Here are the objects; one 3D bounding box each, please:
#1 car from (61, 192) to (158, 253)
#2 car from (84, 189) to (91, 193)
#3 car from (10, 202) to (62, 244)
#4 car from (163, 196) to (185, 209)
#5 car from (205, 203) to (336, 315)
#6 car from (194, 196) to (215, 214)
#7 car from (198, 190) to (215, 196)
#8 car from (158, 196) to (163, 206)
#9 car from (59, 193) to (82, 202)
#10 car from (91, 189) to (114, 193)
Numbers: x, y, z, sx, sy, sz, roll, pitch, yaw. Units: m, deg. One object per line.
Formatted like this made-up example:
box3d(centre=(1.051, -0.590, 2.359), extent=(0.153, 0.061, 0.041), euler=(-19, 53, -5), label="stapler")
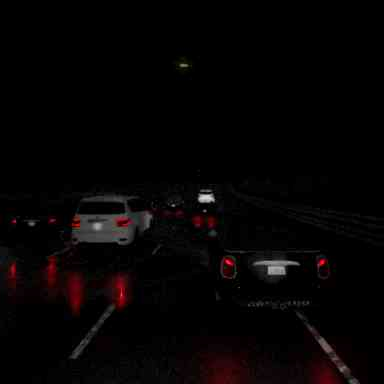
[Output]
box3d(centre=(-3.005, 1.167, 13.624), extent=(2.150, 2.045, 5.566), euler=(0, 0, 2), label="car")
box3d(centre=(-18.088, 0.519, 60.400), extent=(2.150, 2.045, 5.566), euler=(0, 1, 5), label="car")
box3d(centre=(-6.402, 1.311, 15.615), extent=(2.097, 1.767, 4.553), euler=(0, 0, 2), label="car")
box3d(centre=(-1.865, 1.200, 38.344), extent=(1.812, 1.442, 4.674), euler=(0, 1, 3), label="car")
box3d(centre=(1.455, 1.297, 7.602), extent=(2.097, 1.767, 4.553), euler=(0, 0, 2), label="car")
box3d(centre=(1.248, 1.357, 31.672), extent=(1.895, 1.301, 4.718), euler=(0, 1, 4), label="car")
box3d(centre=(1.992, 0.700, 45.877), extent=(2.150, 2.045, 5.566), euler=(0, 2, 4), label="car")
box3d(centre=(-5.008, 1.159, 45.062), extent=(1.895, 1.301, 4.718), euler=(0, 1, 4), label="car")
box3d(centre=(-21.659, 0.952, 59.507), extent=(1.895, 1.301, 4.718), euler=(0, 1, 5), label="car")
box3d(centre=(-14.831, 0.570, 57.139), extent=(2.150, 2.045, 5.566), euler=(0, 1, 5), label="car")
